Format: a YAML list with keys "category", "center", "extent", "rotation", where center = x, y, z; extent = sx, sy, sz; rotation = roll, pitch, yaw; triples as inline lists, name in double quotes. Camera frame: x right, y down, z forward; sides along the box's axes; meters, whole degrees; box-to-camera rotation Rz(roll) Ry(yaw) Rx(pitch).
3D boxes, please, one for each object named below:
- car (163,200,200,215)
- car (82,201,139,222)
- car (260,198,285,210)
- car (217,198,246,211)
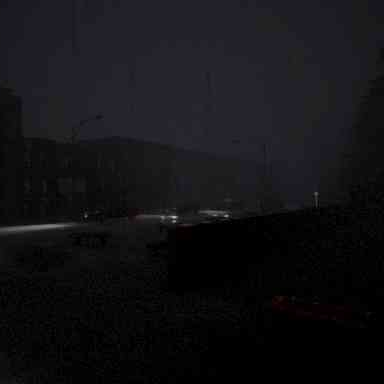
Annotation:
- category: "car"
  center: [-0.975, 1.534, 33.875]
  extent: [1.812, 1.442, 4.674]
  rotation: [0, 0, 36]
- category: "car"
  center: [-6.347, 1.500, 26.380]
  extent: [2.128, 1.511, 4.902]
  rotation: [0, 0, 36]
- category: "car"
  center: [10.395, 1.498, 42.551]
  extent: [2.128, 1.511, 4.902]
  rotation: [0, 0, 36]
- category: "car"
  center: [5.021, 1.486, 42.214]
  extent: [1.882, 1.535, 5.008]
  rotation: [0, 0, 36]
